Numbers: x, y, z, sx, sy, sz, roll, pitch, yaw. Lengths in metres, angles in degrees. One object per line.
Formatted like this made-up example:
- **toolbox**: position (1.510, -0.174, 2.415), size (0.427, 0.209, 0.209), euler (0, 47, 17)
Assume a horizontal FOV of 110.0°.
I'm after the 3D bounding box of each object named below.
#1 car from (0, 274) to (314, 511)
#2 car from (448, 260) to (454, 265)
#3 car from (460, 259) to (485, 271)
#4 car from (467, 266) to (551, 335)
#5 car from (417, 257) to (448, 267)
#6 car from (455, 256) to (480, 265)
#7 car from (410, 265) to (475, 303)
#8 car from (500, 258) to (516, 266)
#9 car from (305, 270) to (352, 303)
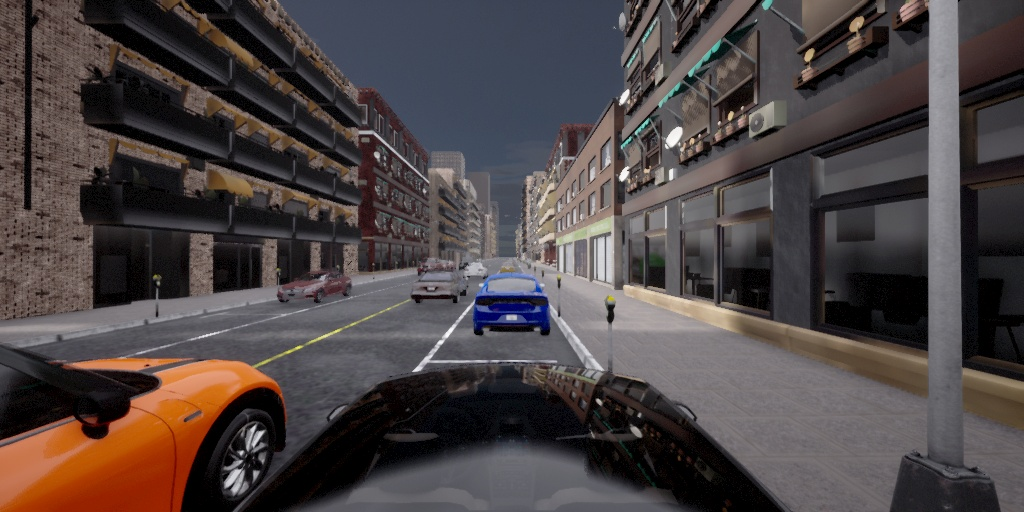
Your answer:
- **car**: position (-3.145, 1.101, 1.470), size (2.097, 1.767, 4.553), euler (0, 0, 0)
- **car**: position (-8.837, 1.188, 44.643), size (1.967, 1.591, 4.097), euler (0, 0, 0)
- **car**: position (-3.145, 1.283, 31.464), size (1.812, 1.442, 4.674), euler (0, 0, 0)
- **car**: position (-0.005, 1.227, 10.499), size (1.882, 1.535, 5.008), euler (0, 0, 0)
- **car**: position (-8.837, 1.063, 39.007), size (2.192, 1.841, 5.009), euler (0, 0, 0)
- **car**: position (-6.146, 1.075, 50.435), size (2.150, 2.045, 5.566), euler (0, 0, 0)
- **car**: position (-3.145, 1.314, 16.464), size (2.033, 1.411, 5.357), euler (0, 0, 0)
- **car**: position (-0.456, 1.274, 39.173), size (1.751, 1.417, 4.829), euler (0, 0, 0)
- **car**: position (-8.837, 1.332, 16.462), size (1.802, 1.307, 4.207), euler (0, 0, 0)
